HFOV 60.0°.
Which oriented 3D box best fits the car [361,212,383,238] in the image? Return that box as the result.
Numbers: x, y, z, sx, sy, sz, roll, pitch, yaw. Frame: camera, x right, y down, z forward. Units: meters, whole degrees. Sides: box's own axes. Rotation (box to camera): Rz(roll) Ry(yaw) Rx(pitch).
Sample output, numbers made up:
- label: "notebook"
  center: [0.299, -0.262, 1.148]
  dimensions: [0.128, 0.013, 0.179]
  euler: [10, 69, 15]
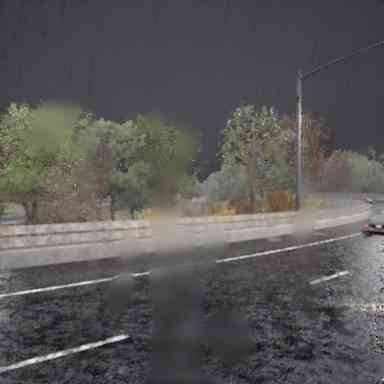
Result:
- label: "car"
  center: [11.065, 1.800, 18.460]
  dimensions: [2.033, 1.411, 5.357]
  euler: [0, -1, 43]

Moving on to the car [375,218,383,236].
- label: "car"
  center: [7.965, 1.650, 10.611]
  dimensions: [4.902, 1.511, 2.128]
  euler: [1, -1, -42]
